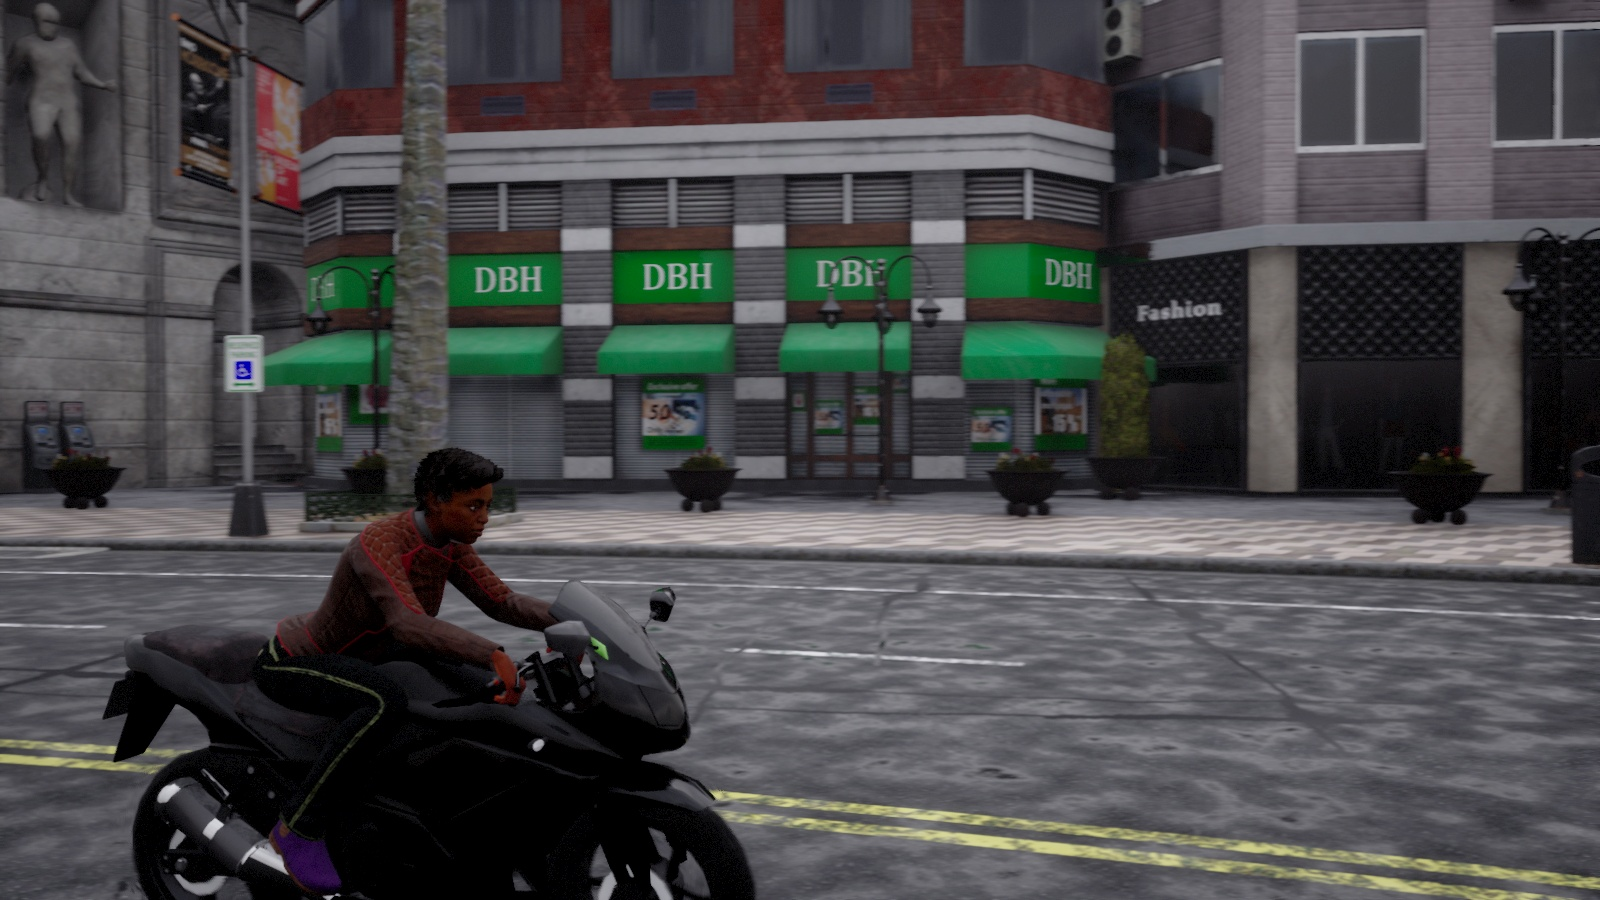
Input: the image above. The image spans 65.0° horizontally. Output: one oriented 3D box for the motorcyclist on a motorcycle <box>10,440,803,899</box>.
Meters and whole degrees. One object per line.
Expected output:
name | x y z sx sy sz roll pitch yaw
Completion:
motorcyclist on a motorcycle | -1.084 0.743 3.578 2.044 1.523 0.797 0 1 16
